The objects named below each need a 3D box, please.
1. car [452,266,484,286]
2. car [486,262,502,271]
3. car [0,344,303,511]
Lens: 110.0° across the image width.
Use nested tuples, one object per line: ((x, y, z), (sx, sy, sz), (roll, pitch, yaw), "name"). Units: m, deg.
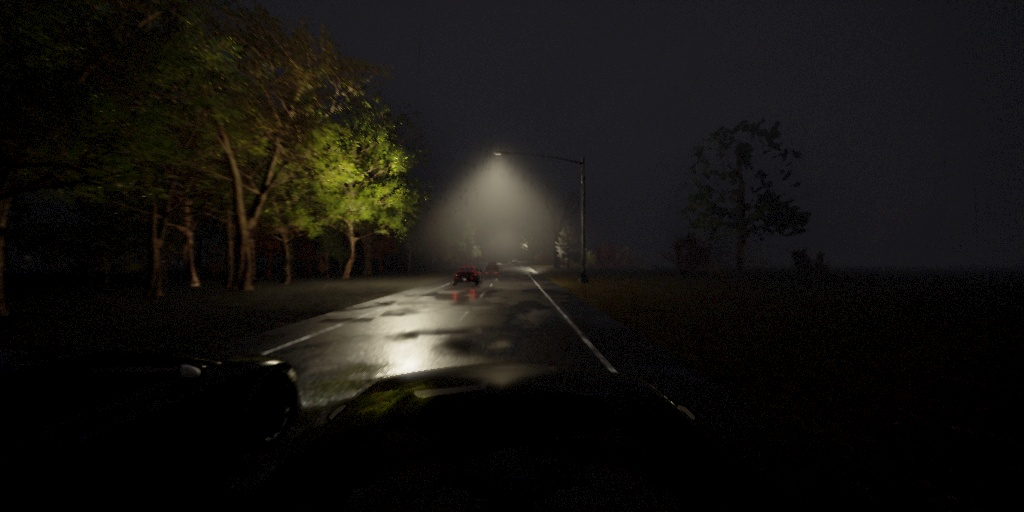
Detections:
((-3.308, 1.481, 27.500), (1.812, 1.442, 4.674), (0, -1, 0), "car")
((-3.080, 1.673, 57.279), (1.812, 1.442, 4.674), (0, 0, 0), "car")
((-3.501, 1.329, 2.575), (1.994, 1.385, 4.181), (0, 0, 0), "car")
